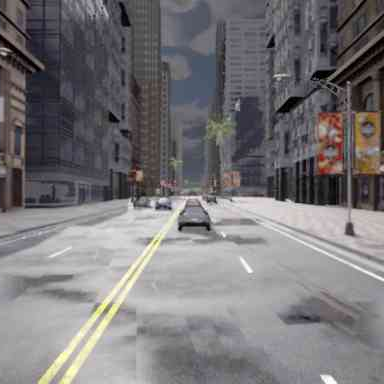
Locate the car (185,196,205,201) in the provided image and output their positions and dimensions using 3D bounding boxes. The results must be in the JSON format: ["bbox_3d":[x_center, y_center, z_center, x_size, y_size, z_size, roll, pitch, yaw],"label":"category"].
[{"bbox_3d":[0.163,1.448,40.206,1.994,1.385,4.181,0,0,0],"label":"car"}]

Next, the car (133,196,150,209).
[{"bbox_3d":[-6.498,1.368,43.381,1.837,1.490,4.892,0,0,1],"label":"car"}]

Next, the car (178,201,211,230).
[{"bbox_3d":[0.133,1.524,20.925,1.994,1.385,4.181,0,0,0],"label":"car"}]

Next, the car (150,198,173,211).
[{"bbox_3d":[-3.272,1.432,39.259,2.033,1.411,5.357,0,0,0],"label":"car"}]

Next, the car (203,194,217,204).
[{"bbox_3d":[3.444,1.323,59.770,1.837,1.490,4.892,0,0,0],"label":"car"}]
